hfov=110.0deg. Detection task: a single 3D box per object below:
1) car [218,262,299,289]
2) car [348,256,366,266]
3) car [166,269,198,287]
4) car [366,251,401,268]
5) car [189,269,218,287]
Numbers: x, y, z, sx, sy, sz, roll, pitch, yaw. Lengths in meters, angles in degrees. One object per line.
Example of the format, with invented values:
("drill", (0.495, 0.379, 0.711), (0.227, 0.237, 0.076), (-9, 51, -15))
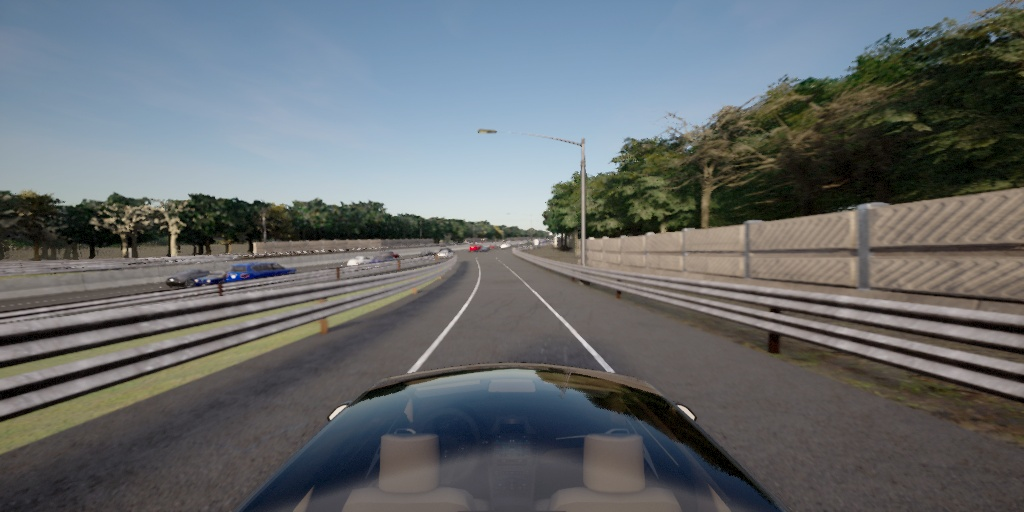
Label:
("car", (-20.507, 1.514, 29.765), (2.150, 2.045, 5.566), (0, 3, 13))
("car", (-20.021, 0.781, 48.103), (1.812, 1.442, 4.674), (0, 3, 13))
("car", (-27.348, 1.834, 31.260), (1.994, 1.385, 4.181), (0, 3, 13))
("car", (-16.615, 0.626, 47.293), (2.097, 1.767, 4.553), (0, 3, 13))
("car", (-23.924, 1.888, 30.532), (1.895, 1.301, 4.718), (0, 3, 13))
